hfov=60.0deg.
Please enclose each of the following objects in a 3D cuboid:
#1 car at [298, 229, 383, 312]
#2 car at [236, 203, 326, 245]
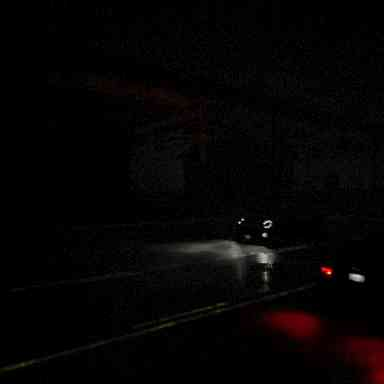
[{"bbox_3d":[4.904,1.534,7.251,5.357,1.411,2.033,0,0,-36],"label":"car"},{"bbox_3d":[4.220,1.330,15.558,4.553,1.767,2.097,0,0,-35],"label":"car"}]
